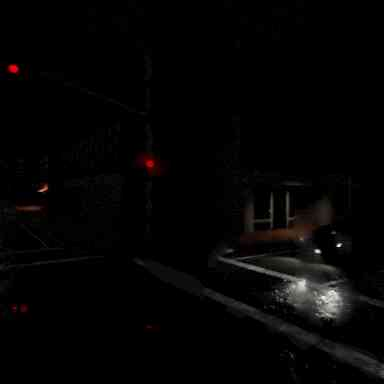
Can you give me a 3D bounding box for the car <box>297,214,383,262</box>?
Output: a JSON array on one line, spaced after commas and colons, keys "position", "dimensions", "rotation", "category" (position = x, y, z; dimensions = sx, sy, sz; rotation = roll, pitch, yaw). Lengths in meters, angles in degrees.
[{"position": [6.298, 1.534, 12.204], "dimensions": [5.357, 1.411, 2.033], "rotation": [0, 0, -33], "category": "car"}]
